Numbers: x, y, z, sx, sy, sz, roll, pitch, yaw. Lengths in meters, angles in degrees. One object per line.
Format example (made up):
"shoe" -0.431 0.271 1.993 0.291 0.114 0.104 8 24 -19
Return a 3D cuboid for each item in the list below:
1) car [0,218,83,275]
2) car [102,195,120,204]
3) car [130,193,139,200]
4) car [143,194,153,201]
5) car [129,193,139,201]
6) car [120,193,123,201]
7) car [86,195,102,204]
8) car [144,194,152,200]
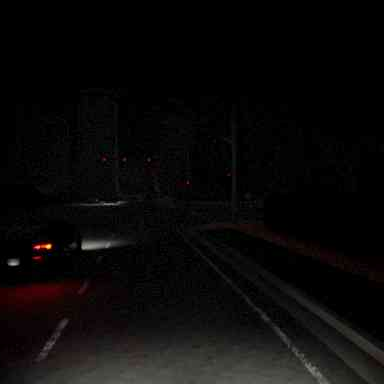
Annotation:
"car" -4.682 1.533 10.387 1.812 1.442 4.674 0 0 -9
"car" -15.471 1.532 63.828 1.994 1.385 4.181 0 0 -7
"car" -15.257 1.107 88.516 2.097 1.767 4.553 0 0 -8
"car" -10.559 1.408 79.877 1.837 1.490 4.892 0 0 -8
"car" -14.111 1.479 80.030 1.994 1.385 4.181 0 0 -8
"car" -17.531 1.543 79.207 1.895 1.301 4.718 0 0 -8
"car" -18.930 1.516 63.315 1.812 1.442 4.674 0 0 -7
"car" -11.791 1.257 89.013 2.128 1.511 4.902 0 0 -8
